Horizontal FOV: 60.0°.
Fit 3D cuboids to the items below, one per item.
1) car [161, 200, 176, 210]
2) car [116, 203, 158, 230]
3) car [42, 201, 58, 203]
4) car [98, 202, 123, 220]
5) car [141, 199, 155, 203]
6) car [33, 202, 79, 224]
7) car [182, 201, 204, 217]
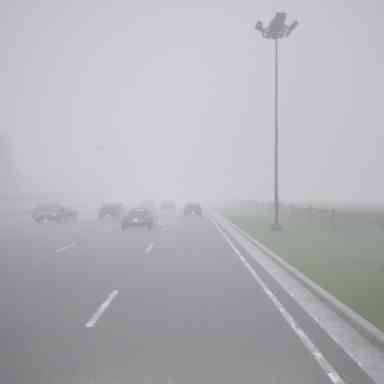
[{"bbox_3d":[-3.413,1.820,47.938,1.994,1.385,4.181,0,0,0],"label":"car"},{"bbox_3d":[-3.405,1.683,22.131,1.994,1.385,4.181,0,0,0],"label":"car"},{"bbox_3d":[-13.919,1.669,33.237,2.128,1.511,4.902,0,0,0],"label":"car"},{"bbox_3d":[-6.908,1.663,29.491,1.837,1.490,4.892,0,0,0],"label":"car"},{"bbox_3d":[-6.913,1.771,52.280,2.128,1.511,4.902,0,0,0],"label":"car"},{"bbox_3d":[-10.406,1.739,25.893,1.895,1.301,4.718,0,0,0],"label":"car"},{"bbox_3d":[0.086,1.683,33.052,1.837,1.490,4.892,0,0,0],"label":"car"}]
